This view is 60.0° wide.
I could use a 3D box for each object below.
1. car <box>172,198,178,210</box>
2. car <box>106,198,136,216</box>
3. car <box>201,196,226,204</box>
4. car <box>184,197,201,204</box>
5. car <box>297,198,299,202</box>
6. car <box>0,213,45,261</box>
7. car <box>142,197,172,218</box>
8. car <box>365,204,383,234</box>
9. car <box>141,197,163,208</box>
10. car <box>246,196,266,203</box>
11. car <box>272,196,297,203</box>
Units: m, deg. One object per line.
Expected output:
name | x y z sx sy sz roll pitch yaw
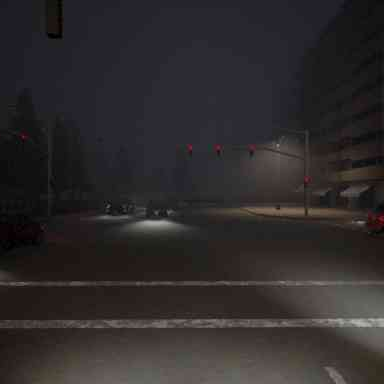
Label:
car | -3.026 1.490 43.430 2.128 1.511 4.902 0 0 7
car | -7.013 1.352 33.106 2.097 1.767 4.553 0 0 2
car | 4.533 1.547 63.824 2.033 1.411 5.357 0 0 36
car | 0.412 1.601 64.048 1.895 1.301 4.718 0 0 33
car | 21.923 1.525 73.615 4.902 1.511 2.128 0 0 -22
car | -7.089 1.534 12.285 1.812 1.442 4.674 0 0 0
car | -3.170 1.492 29.952 2.128 1.511 4.902 0 0 -6
car | 11.574 1.402 17.130 4.553 1.767 2.097 0 0 6
car | -5.780 1.525 48.821 1.812 1.442 4.674 0 0 13
car | 13.128 1.478 68.087 5.008 1.535 1.882 0 0 -41
car | 18.492 1.478 67.600 5.008 1.535 1.882 0 0 -33
